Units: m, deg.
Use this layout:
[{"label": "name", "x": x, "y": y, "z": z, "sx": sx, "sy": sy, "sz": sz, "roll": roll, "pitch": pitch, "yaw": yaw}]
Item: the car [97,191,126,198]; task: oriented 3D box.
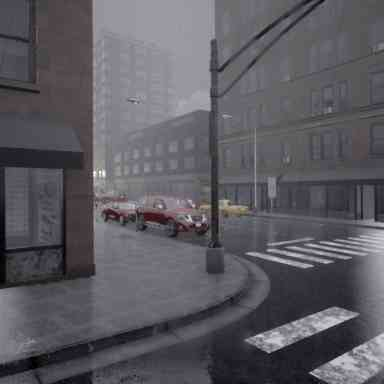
[{"label": "car", "x": -10.333, "y": 0.717, "z": 44.274, "sx": 2.192, "sy": 1.841, "sz": 5.009, "roll": 1, "pitch": 0, "yaw": -36}]

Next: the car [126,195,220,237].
[{"label": "car", "x": -1.175, "y": 1.138, "z": 17.079, "sx": 2.192, "sy": 1.841, "sz": 5.009, "roll": 1, "pitch": 0, "yaw": -36}]

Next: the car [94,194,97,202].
[{"label": "car", "x": -14.228, "y": 0.882, "z": 45.174, "sx": 1.837, "sy": 1.490, "sz": 4.892, "roll": 0, "pitch": 1, "yaw": -35}]

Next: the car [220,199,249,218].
[{"label": "car", "x": 2.419, "y": 1.222, "z": 26.648, "sx": 1.752, "sy": 1.417, "sz": 4.829, "roll": 1, "pitch": 0, "yaw": -36}]

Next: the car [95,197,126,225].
[{"label": "car", "x": -4.393, "y": 1.288, "z": 21.520, "sx": 1.887, "sy": 1.381, "sz": 4.507, "roll": 1, "pitch": 0, "yaw": -36}]

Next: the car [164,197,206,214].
[{"label": "car", "x": -0.695, "y": 1.203, "z": 30.952, "sx": 1.802, "sy": 1.307, "sz": 4.206, "roll": 1, "pitch": 0, "yaw": -36}]

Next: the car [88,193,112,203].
[{"label": "car", "x": -13.549, "y": 0.883, "z": 48.717, "sx": 2.008, "sy": 1.369, "sz": 4.403, "roll": 1, "pitch": 0, "yaw": -36}]
